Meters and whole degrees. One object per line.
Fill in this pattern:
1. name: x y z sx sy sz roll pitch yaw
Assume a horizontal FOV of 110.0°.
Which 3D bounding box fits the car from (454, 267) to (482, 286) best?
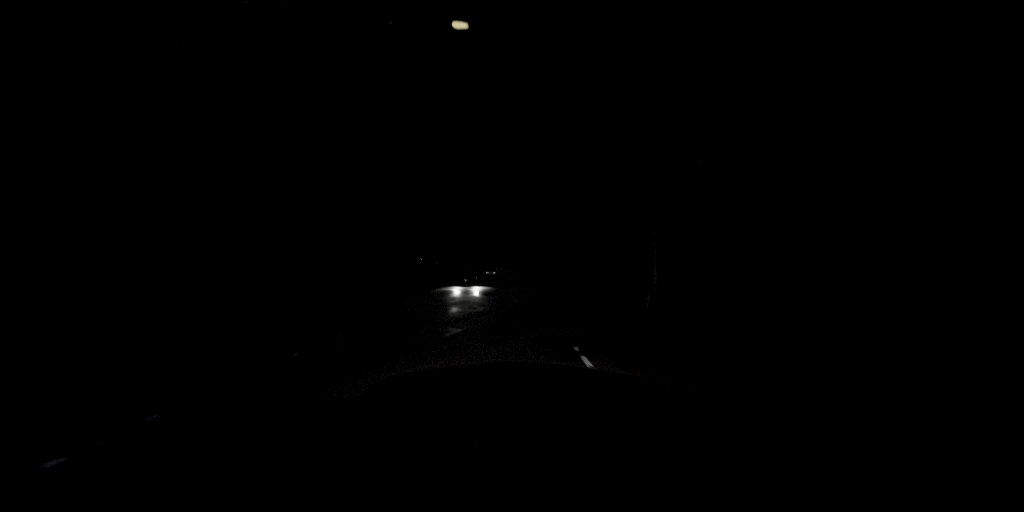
1. car: -3.520 1.642 29.389 1.837 1.490 4.892 0 -1 -1
